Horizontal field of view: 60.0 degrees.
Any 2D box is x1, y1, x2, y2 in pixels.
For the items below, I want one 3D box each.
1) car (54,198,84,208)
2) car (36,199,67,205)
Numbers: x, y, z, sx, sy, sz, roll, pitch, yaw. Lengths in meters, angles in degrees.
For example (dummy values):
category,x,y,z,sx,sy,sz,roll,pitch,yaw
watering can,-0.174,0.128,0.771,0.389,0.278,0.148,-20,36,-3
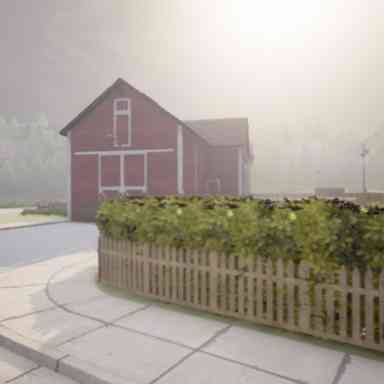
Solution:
category,x,y,z,sx,sy,sz,roll,pitch,yaw
car,-20.327,1.793,55.393,2.033,1.411,5.357,0,0,14
car,-19.601,1.670,45.959,1.816,1.474,4.193,-6,-1,11
